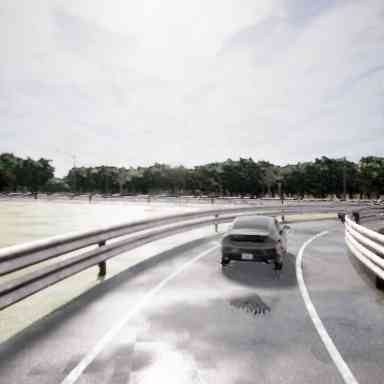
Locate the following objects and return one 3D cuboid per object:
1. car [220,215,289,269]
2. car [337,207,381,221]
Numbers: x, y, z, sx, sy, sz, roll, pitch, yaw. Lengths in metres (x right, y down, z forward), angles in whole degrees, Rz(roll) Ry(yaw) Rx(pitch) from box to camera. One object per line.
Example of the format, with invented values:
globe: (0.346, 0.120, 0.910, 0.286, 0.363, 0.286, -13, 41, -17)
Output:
car: (2.254, 1.559, 11.511, 1.837, 1.490, 4.892, 0, -1, 17)
car: (15.011, 2.002, 29.703, 4.718, 1.301, 1.895, 1, -1, -39)
